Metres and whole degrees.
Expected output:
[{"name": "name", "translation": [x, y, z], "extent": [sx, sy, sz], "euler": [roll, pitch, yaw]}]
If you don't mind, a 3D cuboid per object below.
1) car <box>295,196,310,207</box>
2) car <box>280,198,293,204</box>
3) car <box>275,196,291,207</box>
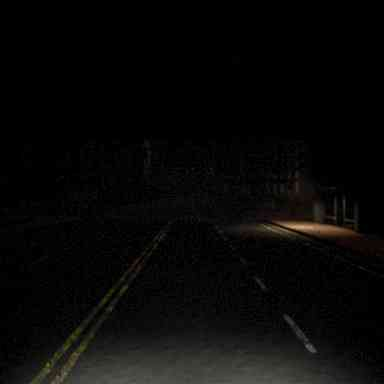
[{"name": "car", "translation": [19.505, 1.735, 60.816], "extent": [1.905, 1.878, 3.866], "euler": [0, -1, 0]}, {"name": "car", "translation": [22.147, 2.140, 78.290], "extent": [1.970, 1.475, 3.806], "euler": [0, -1, 0]}, {"name": "car", "translation": [16.610, 1.732, 60.860], "extent": [1.932, 1.855, 4.605], "euler": [0, -1, 0]}]
